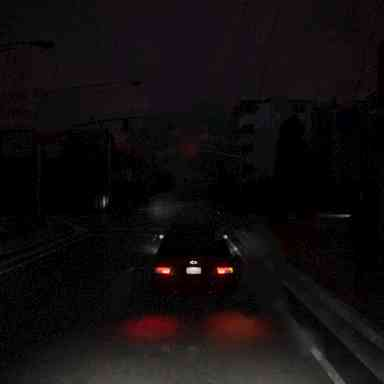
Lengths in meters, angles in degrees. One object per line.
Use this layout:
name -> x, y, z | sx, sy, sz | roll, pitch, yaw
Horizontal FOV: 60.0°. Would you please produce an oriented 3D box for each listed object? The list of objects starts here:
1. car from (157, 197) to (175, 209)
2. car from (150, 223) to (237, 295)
car -> -3.711, 1.509, 45.965 | 1.812, 1.442, 4.674 | 0, 0, 0
car -> 0.038, 1.544, 8.853 | 2.033, 1.411, 5.357 | 0, 0, 0
